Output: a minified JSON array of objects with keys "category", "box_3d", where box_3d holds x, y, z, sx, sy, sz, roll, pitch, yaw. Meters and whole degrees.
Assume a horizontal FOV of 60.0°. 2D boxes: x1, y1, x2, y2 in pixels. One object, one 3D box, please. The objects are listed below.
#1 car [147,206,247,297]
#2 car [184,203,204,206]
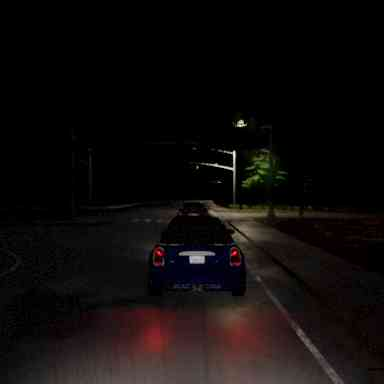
[{"category":"car","box_3d":[0.105,1.409,8.883,2.097,1.767,4.553,0,0,0]},{"category":"car","box_3d":[0.113,1.493,22.360,2.097,1.767,4.553,0,0,0]}]
